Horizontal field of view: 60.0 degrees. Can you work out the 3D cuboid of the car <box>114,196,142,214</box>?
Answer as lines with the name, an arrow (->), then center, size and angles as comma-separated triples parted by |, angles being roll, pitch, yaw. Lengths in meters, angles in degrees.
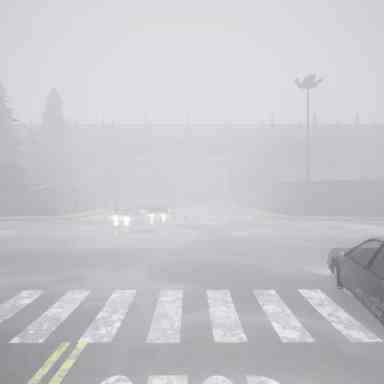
car -> -7.043, 1.489, 35.706 | 2.128, 1.511, 4.902 | 0, 0, 0

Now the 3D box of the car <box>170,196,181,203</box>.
car -> -3.379, 1.520, 68.982 | 1.812, 1.442, 4.674 | 0, 0, 2

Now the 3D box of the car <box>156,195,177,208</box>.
car -> -3.532, 1.544, 45.461 | 2.033, 1.411, 5.357 | 0, 0, 0

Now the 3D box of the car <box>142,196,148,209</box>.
car -> -7.028, 1.348, 44.670 | 2.097, 1.767, 4.553 | 0, 0, 0

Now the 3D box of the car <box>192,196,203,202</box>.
car -> 1.259, 1.546, 77.757 | 1.994, 1.385, 4.181 | 0, 0, 14

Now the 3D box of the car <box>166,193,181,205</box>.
car -> -3.485, 1.217, 56.156 | 2.150, 2.045, 5.566 | 0, 0, 1

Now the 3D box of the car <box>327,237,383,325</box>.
car -> 3.946, 1.528, 5.899 | 2.033, 1.411, 5.357 | 0, 1, 9

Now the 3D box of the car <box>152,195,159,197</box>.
car -> -6.977, 1.543, 54.242 | 2.033, 1.411, 5.357 | 0, 0, 1

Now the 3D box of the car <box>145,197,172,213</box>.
car -> -3.538, 1.561, 36.226 | 1.994, 1.385, 4.181 | 0, 0, 0

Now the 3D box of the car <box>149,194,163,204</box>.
car -> -6.945, 1.347, 64.042 | 2.097, 1.767, 4.553 | 0, 0, 1
